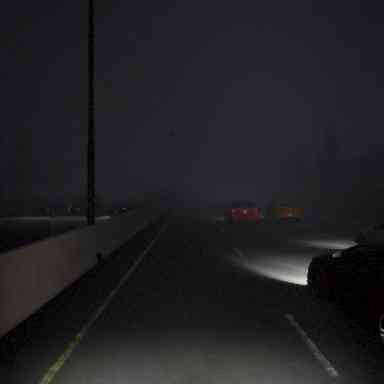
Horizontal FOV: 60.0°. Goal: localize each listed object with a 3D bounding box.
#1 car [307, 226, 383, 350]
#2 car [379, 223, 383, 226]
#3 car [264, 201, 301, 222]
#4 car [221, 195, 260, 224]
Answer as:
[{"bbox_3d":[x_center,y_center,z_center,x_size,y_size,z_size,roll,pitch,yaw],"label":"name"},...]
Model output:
[{"bbox_3d":[3.585,1.567,5.852,1.994,1.385,4.181,0,0,0],"label":"car"},{"bbox_3d":[7.086,1.529,10.653,1.812,1.442,4.674,0,0,0],"label":"car"},{"bbox_3d":[7.099,1.486,26.577,1.882,1.535,5.008,0,0,0],"label":"car"},{"bbox_3d":[3.596,1.359,24.752,2.097,1.767,4.553,0,0,0],"label":"car"}]
